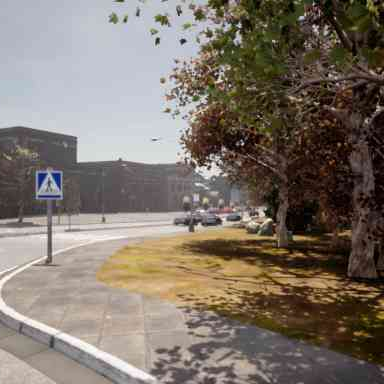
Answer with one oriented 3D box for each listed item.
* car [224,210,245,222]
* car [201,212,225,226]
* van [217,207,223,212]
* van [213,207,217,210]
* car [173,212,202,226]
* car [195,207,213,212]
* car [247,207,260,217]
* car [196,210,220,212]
[{"bbox_3d":[7.307,4.359,57.594,1.994,1.385,4.181,0,-2,19],"label":"car"},{"bbox_3d":[2.758,3.822,44.601,1.994,1.385,4.181,0,-3,19],"label":"car"},{"bbox_3d":[5.999,5.081,88.158,1.878,1.987,4.442,0,-2,20],"label":"van"},{"bbox_3d":[4.136,4.885,82.937,1.878,1.987,4.442,0,-2,20],"label":"van"},{"bbox_3d":[-0.793,3.722,44.175,2.033,1.411,5.357,0,-3,20],"label":"car"},{"bbox_3d":[2.305,4.664,77.800,2.435,2.045,5.566,0,-2,20],"label":"car"},{"bbox_3d":[15.184,5.148,80.387,1.882,1.535,5.008,0,-2,19],"label":"car"},{"bbox_3d":[2.516,4.150,53.756,2.033,1.411,5.357,0,-2,19],"label":"car"}]
